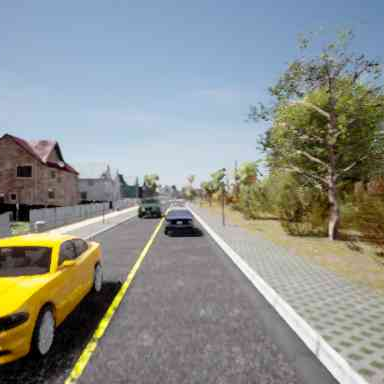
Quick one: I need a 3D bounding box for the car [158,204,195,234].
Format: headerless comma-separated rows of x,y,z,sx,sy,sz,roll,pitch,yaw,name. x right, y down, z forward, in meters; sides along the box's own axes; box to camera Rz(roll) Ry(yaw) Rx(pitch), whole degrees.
-0.805,1.761,20.947,2.033,1.411,5.357,-1,-1,-3,car

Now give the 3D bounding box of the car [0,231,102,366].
-3.057,1.585,6.278,1.882,1.535,5.008,-1,-1,-3,car

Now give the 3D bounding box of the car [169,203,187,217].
-1.582,1.986,37.861,1.895,1.301,4.718,-1,-1,-3,car

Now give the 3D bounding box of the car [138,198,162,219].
-4.268,1.614,34.342,2.150,2.045,5.566,-1,-1,-3,car
